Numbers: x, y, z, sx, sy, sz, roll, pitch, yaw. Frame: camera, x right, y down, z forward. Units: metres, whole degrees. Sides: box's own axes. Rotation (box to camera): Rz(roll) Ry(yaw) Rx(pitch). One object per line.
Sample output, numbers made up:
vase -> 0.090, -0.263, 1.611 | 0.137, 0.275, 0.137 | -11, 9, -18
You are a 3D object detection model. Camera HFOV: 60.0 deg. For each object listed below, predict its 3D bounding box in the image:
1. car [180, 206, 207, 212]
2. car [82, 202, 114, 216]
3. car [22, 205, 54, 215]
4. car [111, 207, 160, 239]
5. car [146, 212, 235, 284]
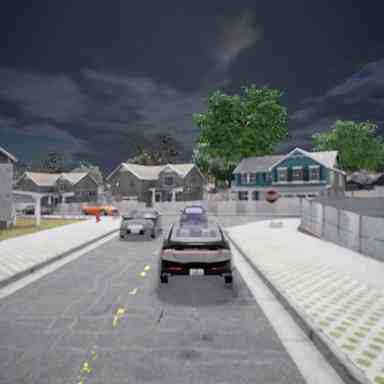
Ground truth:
car -> 0.116, 1.704, 23.903 | 1.812, 1.442, 4.674 | 0, 1, 0
car -> -10.339, 1.895, 37.742 | 4.553, 1.767, 2.097 | -2, -2, 32
car -> -20.269, 2.412, 43.749 | 4.892, 1.490, 1.837 | -2, -3, 30
car -> -2.746, 1.646, 18.505 | 2.128, 1.511, 4.902 | 0, -1, 0
car -> 0.103, 1.574, 9.781 | 2.128, 1.511, 4.902 | 0, 0, 0
